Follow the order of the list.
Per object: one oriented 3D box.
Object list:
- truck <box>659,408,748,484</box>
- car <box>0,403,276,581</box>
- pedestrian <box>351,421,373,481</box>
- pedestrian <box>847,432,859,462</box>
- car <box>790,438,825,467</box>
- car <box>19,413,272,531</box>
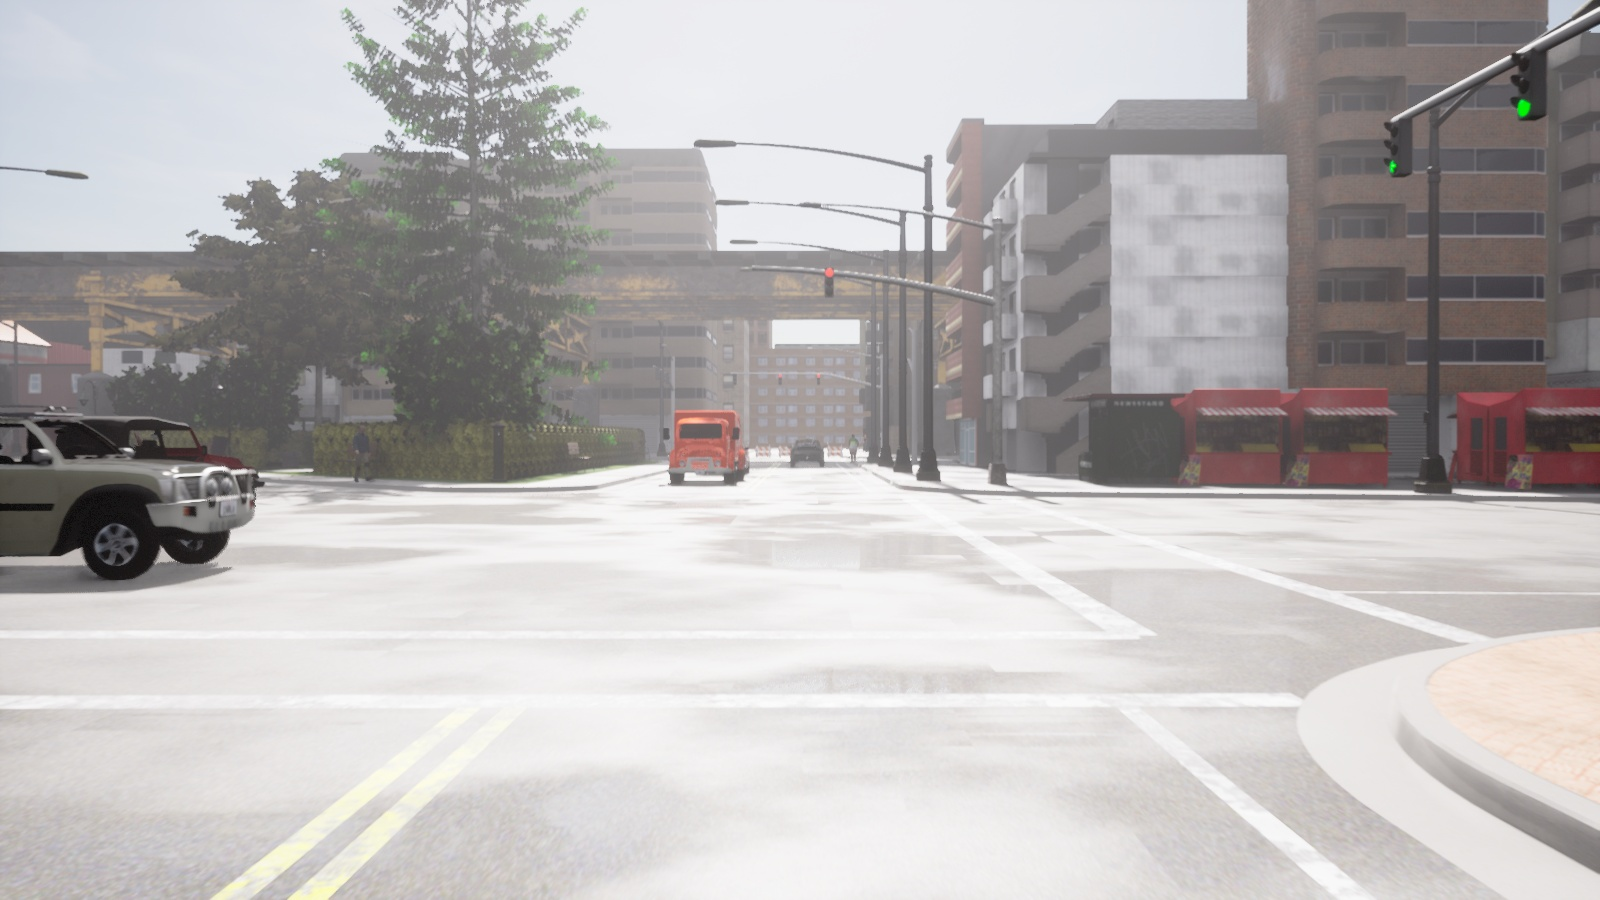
[{"bbox_3d":[-3.241,-0.143,43.291,2.627,2.467,5.204,0,1,0],"label":"truck"},{"bbox_3d":[-8.566,0.427,14.039,4.605,1.855,1.932,0,1,0],"label":"car"},{"bbox_3d":[-13.453,0.033,38.573,0.402,1.842,0.726,0,1,-42],"label":"pedestrian"},{"bbox_3d":[3.459,-0.207,82.028,0.659,1.952,0.873,0,1,12],"label":"pedestrian"},{"bbox_3d":[0.403,0.114,68.955,1.837,1.490,4.892,0,1,0],"label":"car"},{"bbox_3d":[-11.387,0.327,22.161,1.905,1.878,3.866,1,1,13],"label":"car"}]
